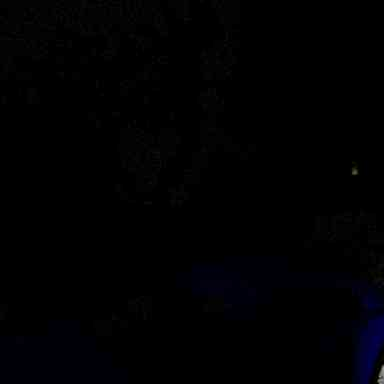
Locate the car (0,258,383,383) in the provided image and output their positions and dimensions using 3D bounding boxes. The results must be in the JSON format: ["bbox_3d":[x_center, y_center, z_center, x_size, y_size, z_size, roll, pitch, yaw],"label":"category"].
[{"bbox_3d":[0.289,1.499,3.274,5.008,1.535,1.882,1,-1,-36],"label":"car"}]
